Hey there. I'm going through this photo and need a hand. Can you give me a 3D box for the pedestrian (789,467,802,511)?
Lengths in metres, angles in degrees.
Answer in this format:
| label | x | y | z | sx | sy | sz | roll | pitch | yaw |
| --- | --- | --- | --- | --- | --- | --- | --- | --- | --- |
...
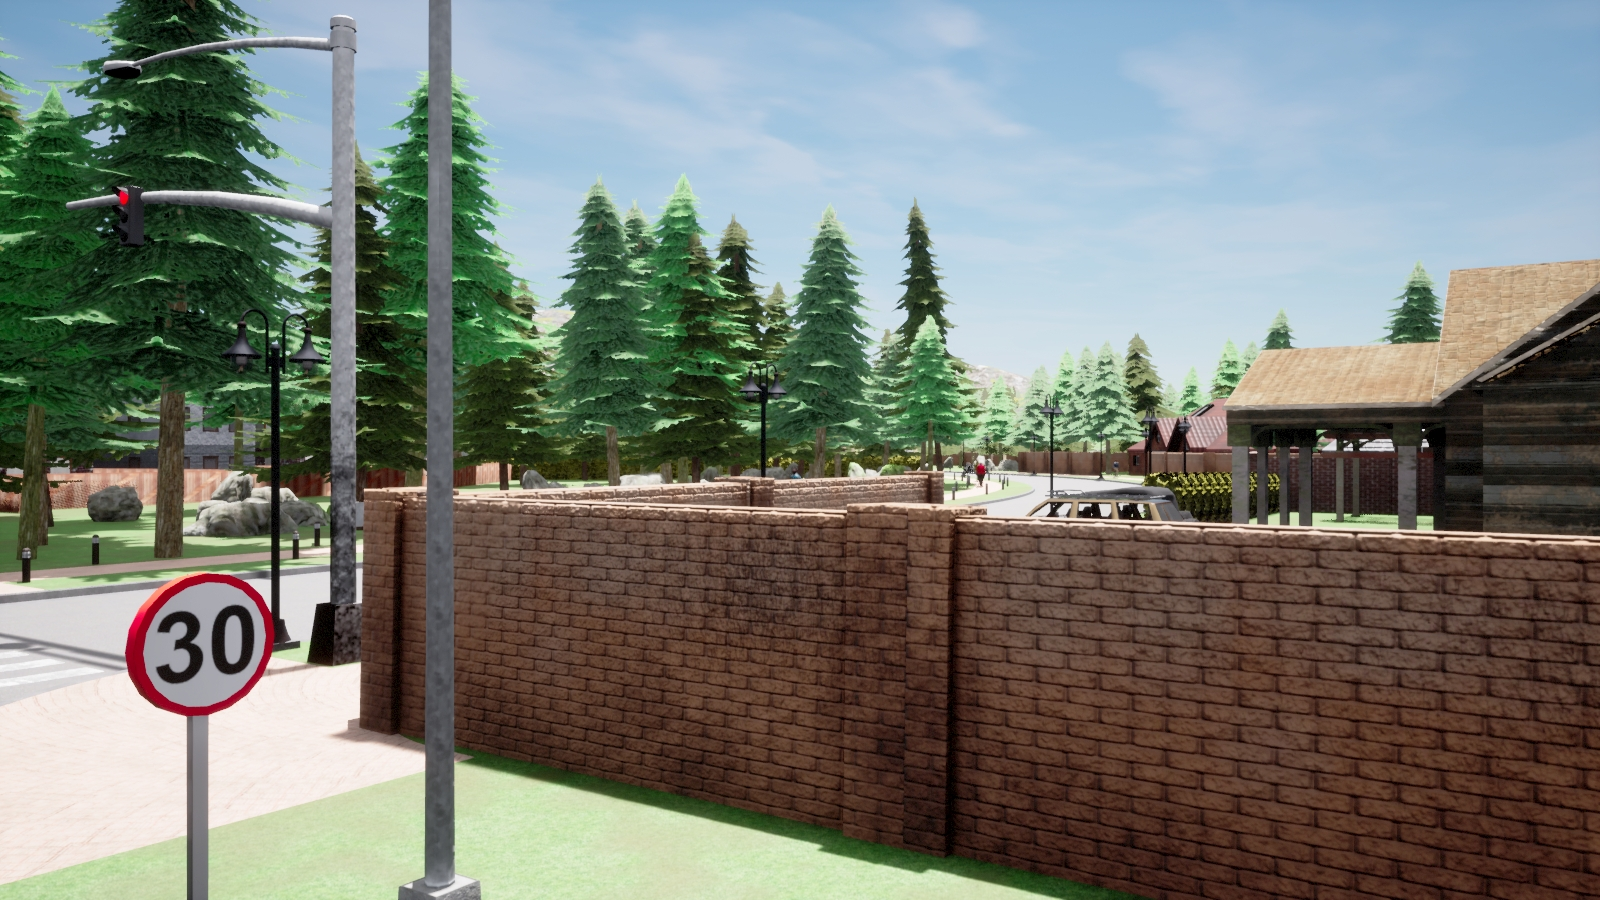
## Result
| label | x | y | z | sx | sy | sz | roll | pitch | yaw |
| --- | --- | --- | --- | --- | --- | --- | --- | --- | --- |
| pedestrian | -0.190 | 1.646 | 48.394 | 0.375 | 1.860 | 0.375 | 0 | 0 | 34 |
